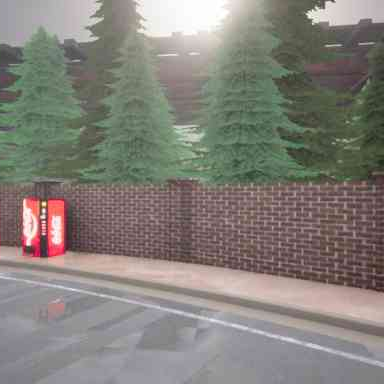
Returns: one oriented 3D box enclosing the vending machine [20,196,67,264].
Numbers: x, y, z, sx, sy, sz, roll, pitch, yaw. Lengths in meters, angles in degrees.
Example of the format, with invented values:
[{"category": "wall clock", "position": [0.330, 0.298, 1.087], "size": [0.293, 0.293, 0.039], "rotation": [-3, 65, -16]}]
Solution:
[{"category": "vending machine", "position": [-4.924, 1.195, 11.076], "size": [0.880, 2.100, 1.100], "rotation": [0, 0, 23]}]
